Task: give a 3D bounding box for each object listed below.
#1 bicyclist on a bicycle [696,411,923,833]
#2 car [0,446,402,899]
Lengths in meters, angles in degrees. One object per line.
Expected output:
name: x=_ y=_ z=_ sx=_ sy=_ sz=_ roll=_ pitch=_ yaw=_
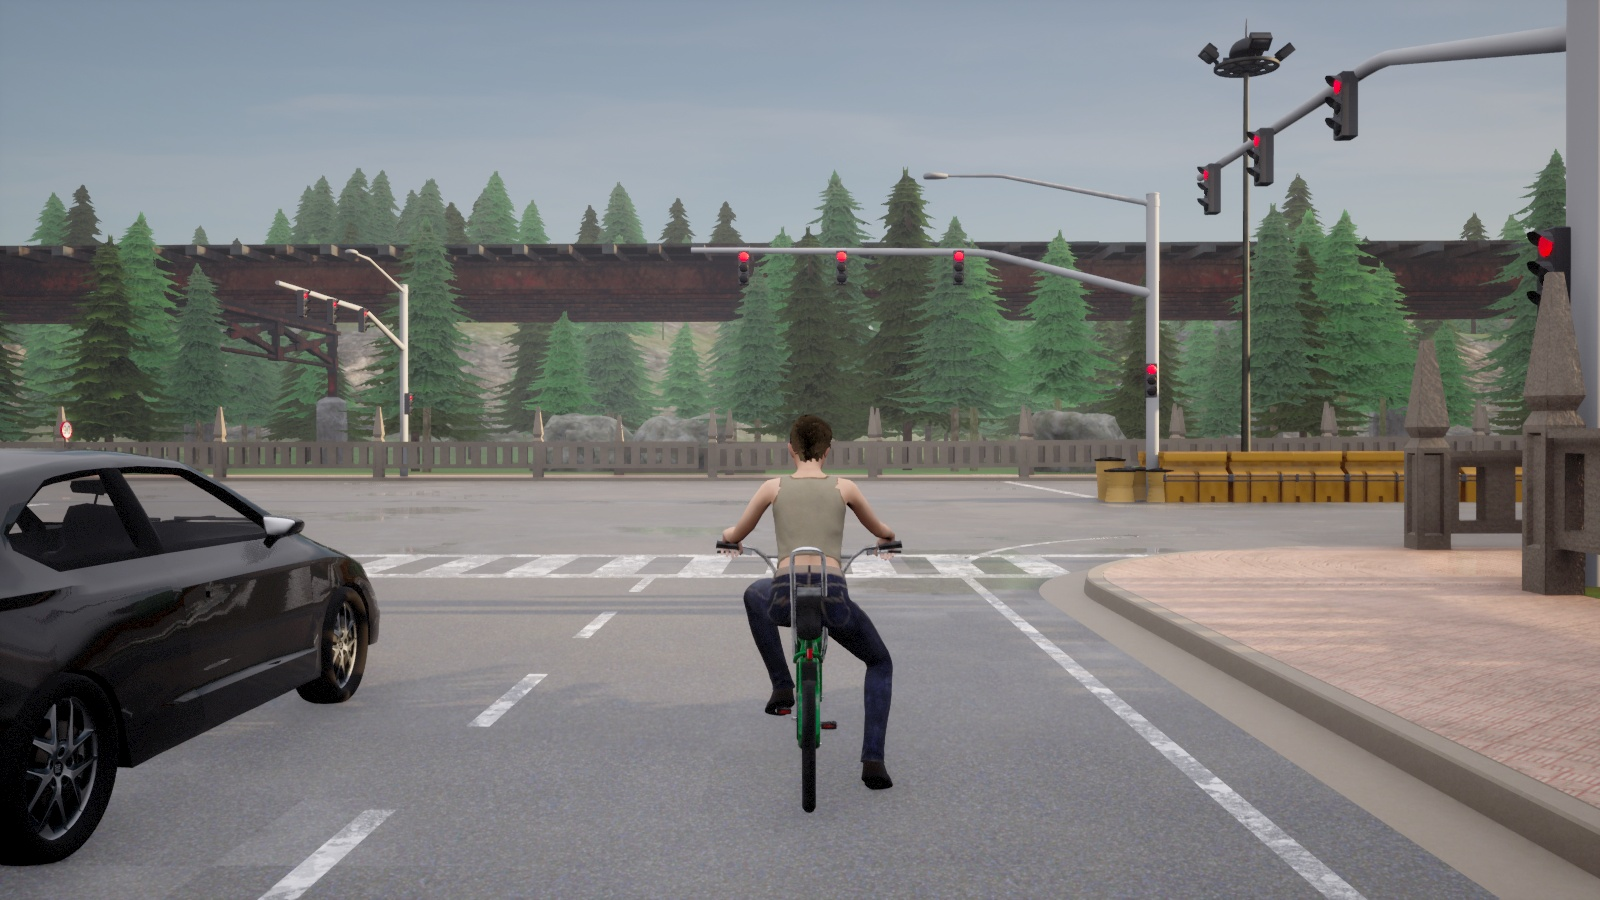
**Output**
bicyclist on a bicycle: x=0.040 y=0.652 z=5.554 sx=0.866 sy=1.612 sz=1.509 roll=0 pitch=0 yaw=0
car: x=-3.453 y=0.724 z=5.914 sx=1.816 sy=1.474 sz=4.193 roll=0 pitch=0 yaw=0
